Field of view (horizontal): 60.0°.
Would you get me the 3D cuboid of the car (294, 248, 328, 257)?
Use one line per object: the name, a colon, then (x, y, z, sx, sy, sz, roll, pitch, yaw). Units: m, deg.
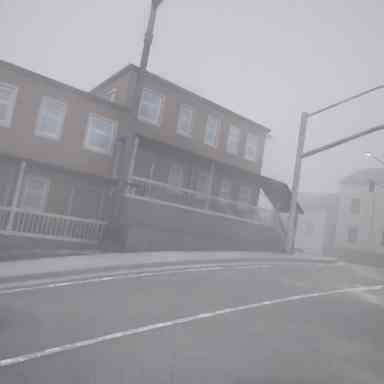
car: (9.698, 5.693, 29.283, 1.812, 1.442, 4.674, 14, -16, -34)
